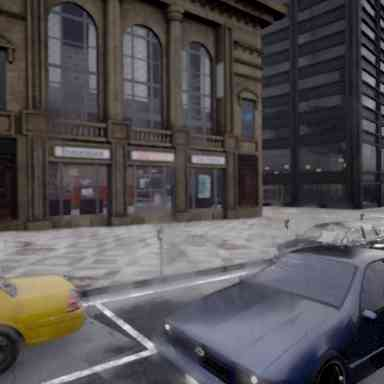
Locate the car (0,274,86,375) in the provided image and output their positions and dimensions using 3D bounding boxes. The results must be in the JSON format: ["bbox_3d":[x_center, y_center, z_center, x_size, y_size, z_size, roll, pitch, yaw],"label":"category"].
[{"bbox_3d":[-3.821,1.530,3.929,4.829,1.417,1.752,0,-1,-36],"label":"car"}]

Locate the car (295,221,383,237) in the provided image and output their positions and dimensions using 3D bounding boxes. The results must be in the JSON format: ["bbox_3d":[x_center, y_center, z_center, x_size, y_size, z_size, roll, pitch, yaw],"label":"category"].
[{"bbox_3d":[4.260,1.568,9.721,4.403,1.369,2.008,0,-1,-36],"label":"car"}]

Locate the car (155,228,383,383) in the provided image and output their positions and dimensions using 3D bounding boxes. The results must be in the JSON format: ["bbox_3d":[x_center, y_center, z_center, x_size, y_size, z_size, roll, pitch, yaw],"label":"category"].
[{"bbox_3d":[2.170,1.556,4.931,5.357,1.411,2.033,0,0,-36],"label":"car"}]
